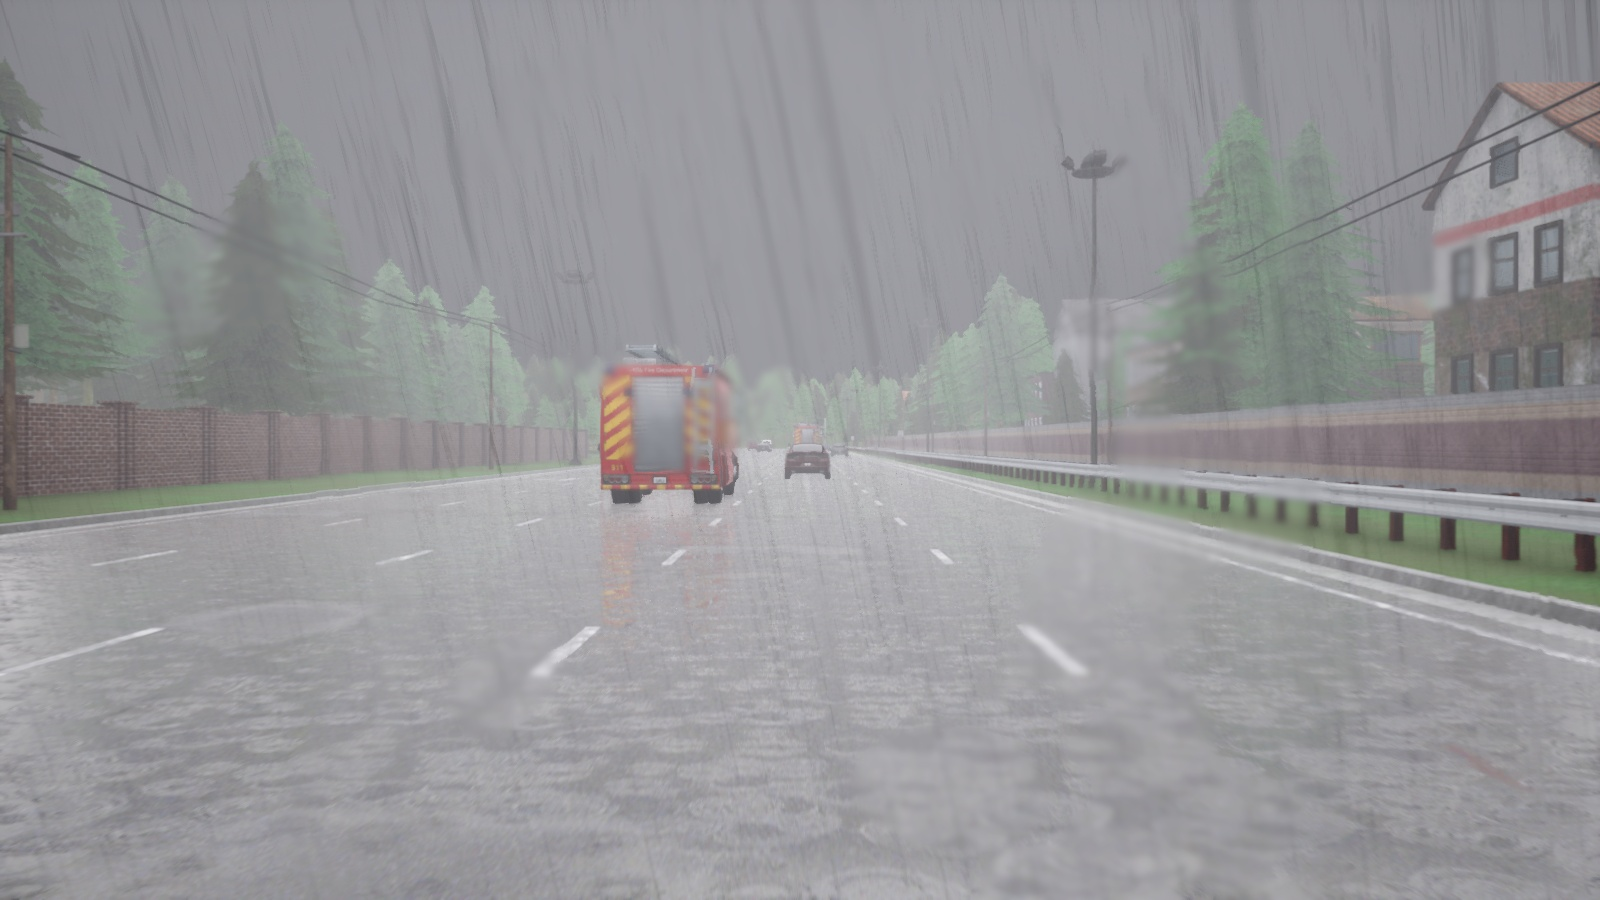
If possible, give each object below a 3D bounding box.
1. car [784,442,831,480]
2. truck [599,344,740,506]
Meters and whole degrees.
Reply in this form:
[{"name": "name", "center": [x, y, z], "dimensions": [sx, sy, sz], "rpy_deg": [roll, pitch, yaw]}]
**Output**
[{"name": "car", "center": [0.322, 0.422, 53.660], "dimensions": [1.882, 1.535, 5.008], "rpy_deg": [0, 0, 0]}, {"name": "truck", "center": [-3.290, -0.612, 34.004], "dimensions": [2.891, 3.827, 8.468], "rpy_deg": [0, 0, 0]}]
